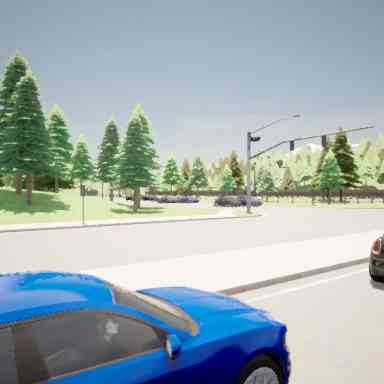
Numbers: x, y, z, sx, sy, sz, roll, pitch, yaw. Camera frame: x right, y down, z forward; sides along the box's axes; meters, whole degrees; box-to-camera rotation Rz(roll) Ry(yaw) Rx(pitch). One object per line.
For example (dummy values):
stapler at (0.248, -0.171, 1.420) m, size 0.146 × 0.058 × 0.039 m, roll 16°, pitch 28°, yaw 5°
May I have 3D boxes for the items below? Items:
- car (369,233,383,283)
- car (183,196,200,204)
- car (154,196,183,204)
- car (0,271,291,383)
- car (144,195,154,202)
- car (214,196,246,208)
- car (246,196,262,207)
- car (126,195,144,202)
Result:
car at (6.520, 1.352, 8.418) m, size 4.553 × 1.767 × 2.097 m, roll 0°, pitch 0°, yaw -35°
car at (-0.717, 1.547, 62.924) m, size 2.033 × 1.411 × 5.357 m, roll 0°, pitch 0°, yaw -35°
car at (-4.482, 1.547, 62.192) m, size 2.033 × 1.411 × 5.357 m, roll 0°, pitch 0°, yaw -35°
car at (-1.234, 1.478, 2.867) m, size 5.008 × 1.535 × 1.882 m, roll 0°, pitch 0°, yaw -35°
car at (-9.499, 1.390, 75.604) m, size 1.882 × 1.535 × 5.008 m, roll 0°, pitch 0°, yaw -35°
car at (5.154, 1.504, 48.343) m, size 1.837 × 1.490 × 4.892 m, roll 0°, pitch 0°, yaw -35°
car at (8.382, 1.352, 49.836) m, size 2.097 × 1.767 × 4.553 m, roll 0°, pitch 0°, yaw -35°
car at (-13.284, 1.340, 74.911) m, size 1.882 × 1.535 × 5.008 m, roll 0°, pitch 0°, yaw -35°
